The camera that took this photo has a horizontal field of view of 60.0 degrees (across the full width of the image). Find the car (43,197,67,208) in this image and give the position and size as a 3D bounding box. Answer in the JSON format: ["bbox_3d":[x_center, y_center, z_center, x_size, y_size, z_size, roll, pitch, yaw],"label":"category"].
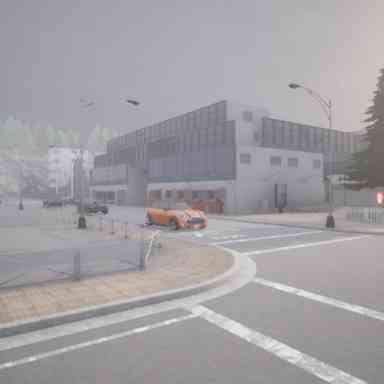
[{"bbox_3d":[-19.876,1.580,47.560,1.895,1.301,4.718,0,0,-35],"label":"car"}]

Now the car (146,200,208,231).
[{"bbox_3d":[-1.011,1.331,20.369,2.097,1.767,4.553,0,0,-35],"label":"car"}]

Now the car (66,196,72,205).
[{"bbox_3d":[-20.447,1.482,54.513,1.837,1.490,4.892,0,0,-35],"label":"car"}]

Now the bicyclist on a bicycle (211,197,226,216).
[{"bbox_3d":[2.307,1.276,28.683,1.656,1.620,0.582,0,0,-35],"label":"bicyclist on a bicycle"}]

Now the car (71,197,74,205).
[{"bbox_3d":[-14.729,1.525,46.404,2.033,1.411,5.357,0,0,-34],"label":"car"}]

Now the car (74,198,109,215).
[{"bbox_3d":[-9.921,1.580,33.142,1.895,1.301,4.718,0,0,-35],"label":"car"}]
